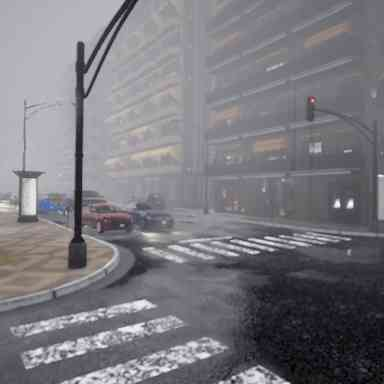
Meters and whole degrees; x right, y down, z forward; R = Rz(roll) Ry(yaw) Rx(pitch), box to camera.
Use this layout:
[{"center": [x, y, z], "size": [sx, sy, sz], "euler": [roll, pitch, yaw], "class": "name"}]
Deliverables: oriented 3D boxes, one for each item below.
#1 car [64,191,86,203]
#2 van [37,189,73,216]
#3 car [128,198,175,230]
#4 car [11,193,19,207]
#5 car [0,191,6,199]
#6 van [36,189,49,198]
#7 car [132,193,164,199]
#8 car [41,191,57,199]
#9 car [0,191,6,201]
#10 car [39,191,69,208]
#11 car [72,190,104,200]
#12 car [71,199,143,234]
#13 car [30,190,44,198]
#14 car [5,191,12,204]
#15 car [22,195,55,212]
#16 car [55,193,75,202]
[{"center": [-17.564, 0.778, 49.921], "size": [1.967, 1.590, 4.097], "euler": [2, 0, -36], "class": "car"}, {"center": [-11.177, 0.910, 26.644], "size": [1.690, 1.788, 3.998], "euler": [2, 0, -36], "class": "van"}, {"center": [-2.826, 1.300, 19.415], "size": [1.812, 1.442, 4.674], "euler": [1, 0, -36], "class": "car"}, {"center": [-17.778, 0.937, 35.836], "size": [1.887, 1.381, 4.507], "euler": [2, 0, -36], "class": "car"}, {"center": [-34.262, 0.496, 58.820], "size": [1.887, 1.381, 4.507], "euler": [2, 0, -36], "class": "car"}, {"center": [-30.748, 0.326, 68.307], "size": [1.690, 1.788, 3.998], "euler": [2, 0, -36], "class": "van"}, {"center": [-4.373, 1.006, 31.535], "size": [2.192, 1.841, 5.009], "euler": [2, 0, -36], "class": "car"}, {"center": [-27.557, 0.596, 63.848], "size": [1.752, 1.417, 4.829], "euler": [2, 0, -36], "class": "car"}, {"center": [-27.665, 0.568, 49.626], "size": [1.967, 1.590, 4.097], "euler": [2, 0, -36], "class": "car"}, {"center": [-15.368, 0.789, 36.931], "size": [2.097, 1.767, 4.553], "euler": [1, 0, -35], "class": "car"}, {"center": [-8.876, 0.833, 27.859], "size": [2.150, 2.045, 5.566], "euler": [1, 0, -36], "class": "car"}, {"center": [-4.591, 1.290, 17.451], "size": [1.887, 1.381, 4.507], "euler": [2, 0, -36], "class": "car"}, {"center": [-34.049, 0.337, 72.903], "size": [1.967, 1.590, 4.097], "euler": [2, 0, -36], "class": "car"}, {"center": [-20.975, 0.832, 40.295], "size": [1.752, 1.417, 4.829], "euler": [2, 0, -36], "class": "car"}, {"center": [-14.481, 1.025, 31.240], "size": [1.887, 1.381, 4.507], "euler": [2, 0, -36], "class": "car"}, {"center": [-20.865, 0.815, 54.516], "size": [1.947, 1.339, 4.313], "euler": [2, 0, -36], "class": "car"}]
